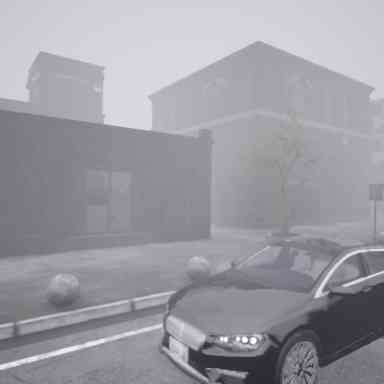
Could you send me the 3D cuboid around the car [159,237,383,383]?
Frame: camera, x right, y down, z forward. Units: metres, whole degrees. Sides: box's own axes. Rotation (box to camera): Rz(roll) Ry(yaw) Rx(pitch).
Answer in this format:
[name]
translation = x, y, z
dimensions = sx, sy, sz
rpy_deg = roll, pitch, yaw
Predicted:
[car]
translation = 1.850, 1.519, 5.162
dimensions = 4.902, 1.511, 2.128
rpy_deg = 0, 0, -35
